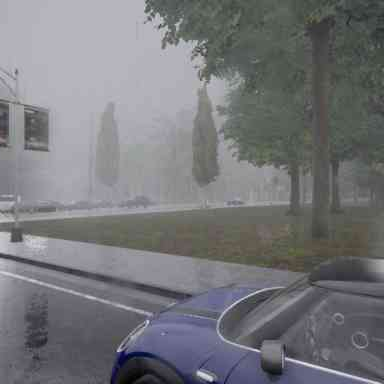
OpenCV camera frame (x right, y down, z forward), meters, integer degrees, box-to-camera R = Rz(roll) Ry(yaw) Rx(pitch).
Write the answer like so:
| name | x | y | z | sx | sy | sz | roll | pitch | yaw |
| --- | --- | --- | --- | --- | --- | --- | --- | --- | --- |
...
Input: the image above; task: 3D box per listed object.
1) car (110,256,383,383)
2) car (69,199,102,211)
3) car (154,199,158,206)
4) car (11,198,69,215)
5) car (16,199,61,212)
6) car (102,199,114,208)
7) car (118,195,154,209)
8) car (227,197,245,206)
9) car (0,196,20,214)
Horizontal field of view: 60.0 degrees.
| name | x | y | z | sx | sy | sz | roll | pitch | yaw |
| --- | --- | --- | --- | --- | --- | --- | --- | --- | --- |
| car | 1.436 | 1.352 | 2.665 | 4.553 | 1.767 | 2.097 | 0 | 0 | 36 |
| car | -15.067 | 1.778 | 44.055 | 2.033 | 1.411 | 5.357 | 0 | 0 | 35 |
| car | -8.090 | 1.836 | 59.626 | 2.128 | 1.511 | 4.902 | 0 | 0 | 36 |
| car | -16.452 | 1.679 | 36.206 | 2.128 | 1.511 | 4.902 | 0 | 0 | 36 |
| car | -19.724 | 1.695 | 43.067 | 1.882 | 1.535 | 5.008 | 0 | 0 | 35 |
| car | -14.040 | 1.837 | 51.185 | 1.994 | 1.385 | 4.181 | 0 | 0 | 35 |
| car | -9.075 | 1.514 | 52.606 | 2.150 | 2.045 | 5.566 | 0 | 0 | 36 |
| car | 8.852 | 1.818 | 66.558 | 2.097 | 1.767 | 4.553 | 0 | -1 | 35 |
| car | -21.033 | 1.399 | 35.541 | 2.150 | 2.045 | 5.566 | 0 | 0 | 34 |
